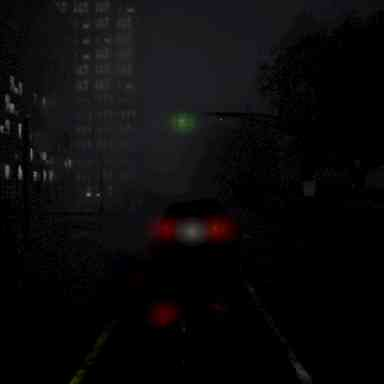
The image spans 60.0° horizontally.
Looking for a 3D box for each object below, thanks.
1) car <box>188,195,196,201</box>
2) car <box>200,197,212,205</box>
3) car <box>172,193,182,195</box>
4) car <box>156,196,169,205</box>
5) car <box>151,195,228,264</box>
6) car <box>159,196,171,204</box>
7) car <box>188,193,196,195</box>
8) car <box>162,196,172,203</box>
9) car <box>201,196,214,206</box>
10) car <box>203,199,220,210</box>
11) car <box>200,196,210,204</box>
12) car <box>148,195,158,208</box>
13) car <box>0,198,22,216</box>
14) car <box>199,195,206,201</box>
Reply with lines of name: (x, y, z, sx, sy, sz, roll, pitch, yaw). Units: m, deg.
car: (-0.037, 1.425, 82.020, 2.033, 1.411, 5.357, 0, 0, 0)
car: (2.537, 1.612, 60.716, 1.947, 1.339, 4.313, 0, 0, 0)
car: (-2.811, 1.268, 61.098, 2.150, 2.045, 5.566, 0, 0, 1)
car: (-5.343, 1.487, 60.720, 1.967, 1.590, 4.097, 0, 0, 0)
car: (0.028, 1.232, 11.955, 2.150, 2.045, 5.566, 0, 0, 1)
car: (-5.346, 1.594, 66.265, 1.887, 1.381, 4.507, 0, 0, 0)
car: (-0.033, 1.267, 71.630, 2.150, 2.045, 5.566, 0, 0, 0)
car: (-5.348, 1.617, 71.810, 1.947, 1.339, 4.313, 0, 0, 0)
car: (2.540, 1.484, 55.171, 1.967, 1.590, 4.097, 0, 0, 0)
car: (2.545, 1.589, 44.080, 2.008, 1.369, 4.403, 0, 0, 0)
car: (2.535, 1.574, 66.431, 1.752, 1.417, 4.829, 0, 0, 0)
car: (-5.338, 1.356, 49.630, 2.192, 1.841, 5.009, 0, 0, 0)
car: (-17.629, 1.276, 29.796, 4.097, 1.590, 1.967, 1, -1, 1)
car: (2.710, 1.559, 87.320, 1.837, 1.490, 4.892, 0, 0, 0)
